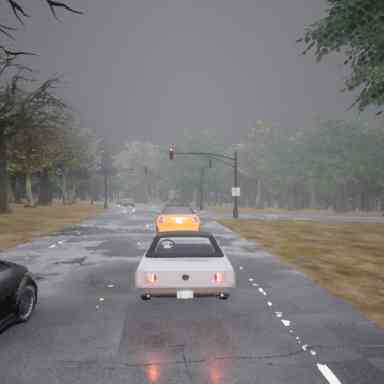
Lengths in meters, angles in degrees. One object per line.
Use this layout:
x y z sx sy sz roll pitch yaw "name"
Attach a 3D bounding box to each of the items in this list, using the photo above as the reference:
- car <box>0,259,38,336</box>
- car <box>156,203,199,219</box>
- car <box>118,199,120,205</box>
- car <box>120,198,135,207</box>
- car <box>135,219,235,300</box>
-3.741 1.566 4.330 1.994 1.385 4.181 0 0 -2 "car"
-0.775 1.361 17.324 2.097 1.767 4.553 0 0 -4 "car"
-13.044 2.010 65.396 1.812 1.442 4.674 0 -1 -15 "car"
-10.818 1.843 56.647 1.837 1.490 4.892 0 -1 -14 "car"
-0.202 1.605 8.352 1.895 1.301 4.718 0 0 -2 "car"
